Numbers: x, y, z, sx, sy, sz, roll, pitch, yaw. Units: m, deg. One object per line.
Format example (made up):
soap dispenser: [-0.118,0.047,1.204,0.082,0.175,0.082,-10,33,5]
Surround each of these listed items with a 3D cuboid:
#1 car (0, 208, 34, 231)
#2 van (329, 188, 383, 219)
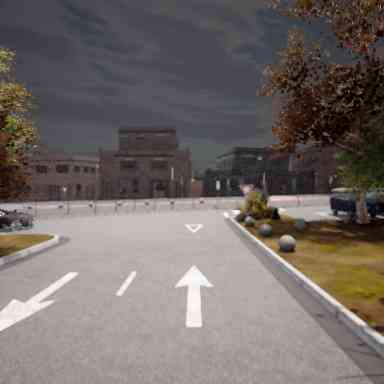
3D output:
car: [-11.635,1.501,18.790,4.892,1.490,1.837,-2,4,-29]
van: [11.126,0.710,23.234,1.878,1.987,4.442,-3,1,1]
